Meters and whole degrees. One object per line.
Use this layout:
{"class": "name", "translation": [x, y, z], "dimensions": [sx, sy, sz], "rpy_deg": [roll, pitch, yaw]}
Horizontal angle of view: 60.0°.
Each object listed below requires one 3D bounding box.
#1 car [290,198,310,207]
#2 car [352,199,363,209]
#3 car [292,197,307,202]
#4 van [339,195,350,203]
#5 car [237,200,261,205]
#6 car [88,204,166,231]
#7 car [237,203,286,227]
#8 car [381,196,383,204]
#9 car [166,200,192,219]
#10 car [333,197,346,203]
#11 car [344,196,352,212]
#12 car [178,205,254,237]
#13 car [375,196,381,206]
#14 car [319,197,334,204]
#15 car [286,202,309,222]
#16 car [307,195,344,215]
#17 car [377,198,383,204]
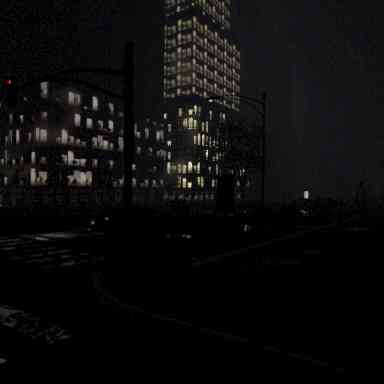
{"class": "car", "translation": [18.209, 1.724, 56.050], "dimensions": [1.752, 1.417, 4.829], "rpy_deg": [1, 0, 36]}
{"class": "car", "translation": [25.052, 1.772, 51.209], "dimensions": [1.967, 1.590, 4.097], "rpy_deg": [1, 0, 36]}
{"class": "car", "translation": [16.158, 1.491, 48.733], "dimensions": [1.882, 1.535, 5.008], "rpy_deg": [1, 0, 36]}
{"class": "van", "translation": [38.100, 1.703, 82.977], "dimensions": [1.690, 1.788, 3.998], "rpy_deg": [1, 0, 36]}
{"class": "car", "translation": [6.072, 1.630, 35.242], "dimensions": [1.837, 1.490, 4.892], "rpy_deg": [1, 0, 37]}
{"class": "car", "translation": [-4.286, 1.535, 21.229], "dimensions": [2.128, 1.511, 4.902], "rpy_deg": [1, 0, 36]}
{"class": "car", "translation": [4.736, 1.735, 23.490], "dimensions": [1.947, 1.339, 4.313], "rpy_deg": [1, 0, 36]}
{"class": "car", "translation": [41.544, 1.782, 73.534], "dimensions": [2.192, 1.841, 5.009], "rpy_deg": [1, 0, 36]}
{"class": "car", "translation": [-1.581, 1.478, 29.474], "dimensions": [1.967, 1.590, 4.097], "rpy_deg": [1, 0, 36]}
{"class": "car", "translation": [34.699, 1.859, 78.375], "dimensions": [1.752, 1.417, 4.829], "rpy_deg": [1, 0, 36]}
{"class": "car", "translation": [18.498, 1.719, 42.251], "dimensions": [1.967, 1.590, 4.097], "rpy_deg": [1, 0, 36]}
{"class": "car", "translation": [1.479, 1.695, 19.081], "dimensions": [2.008, 1.369, 4.403], "rpy_deg": [1, 0, 36]}
{"class": "car", "translation": [35.046, 1.939, 64.741], "dimensions": [1.752, 1.417, 4.829], "rpy_deg": [1, 0, 36]}
{"class": "car", "translation": [28.204, 1.846, 69.581], "dimensions": [1.947, 1.339, 4.313], "rpy_deg": [1, 0, 36]}
{"class": "car", "translation": [7.992, 1.777, 27.899], "dimensions": [1.802, 1.307, 4.206], "rpy_deg": [1, 0, 36]}
{"class": "car", "translation": [15.228, 1.568, 37.765], "dimensions": [2.192, 1.841, 5.009], "rpy_deg": [1, 0, 36]}
{"class": "car", "translation": [44.840, 2.045, 77.999], "dimensions": [2.008, 1.369, 4.403], "rpy_deg": [1, 0, 36]}
